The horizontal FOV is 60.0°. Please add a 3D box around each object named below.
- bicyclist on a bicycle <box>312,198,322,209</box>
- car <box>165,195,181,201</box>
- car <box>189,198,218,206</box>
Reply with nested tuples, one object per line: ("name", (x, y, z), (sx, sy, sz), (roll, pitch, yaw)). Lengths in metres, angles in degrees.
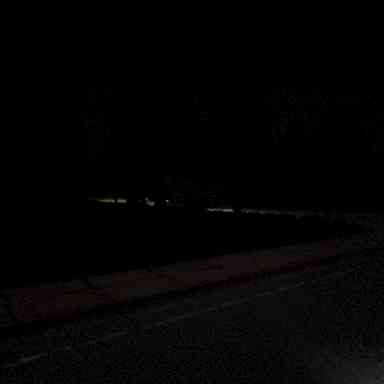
("bicyclist on a bicycle", (13.227, 1.052, 35.054), (1.656, 1.620, 0.582), (21, -27, -26))
("car", (-3.599, 1.196, 53.295), (2.128, 1.511, 4.902), (-1, 0, -34))
("car", (1.133, 1.342, 39.949), (1.895, 1.301, 4.718), (-1, 0, -35))
